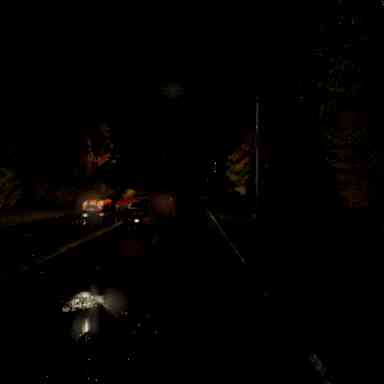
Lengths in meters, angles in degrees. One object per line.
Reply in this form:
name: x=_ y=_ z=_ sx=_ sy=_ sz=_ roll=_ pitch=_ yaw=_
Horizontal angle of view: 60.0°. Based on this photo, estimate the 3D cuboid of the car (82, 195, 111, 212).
car: x=-9.670 y=1.107 z=34.343 sx=2.097 sy=1.767 sz=4.553 roll=0 pitch=1 yaw=1

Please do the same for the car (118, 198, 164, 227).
car: x=-3.118 y=1.360 z=21.250 sx=1.837 sy=1.490 sz=4.892 roll=0 pitch=0 yaw=0

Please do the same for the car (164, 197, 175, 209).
car: x=-3.014 y=1.312 z=40.040 sx=1.895 sy=1.301 sz=4.718 roll=0 pitch=0 yaw=1

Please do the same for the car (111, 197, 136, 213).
car: x=-6.428 y=1.239 z=33.763 sx=1.882 sy=1.535 sz=5.008 roll=0 pitch=0 yaw=1
